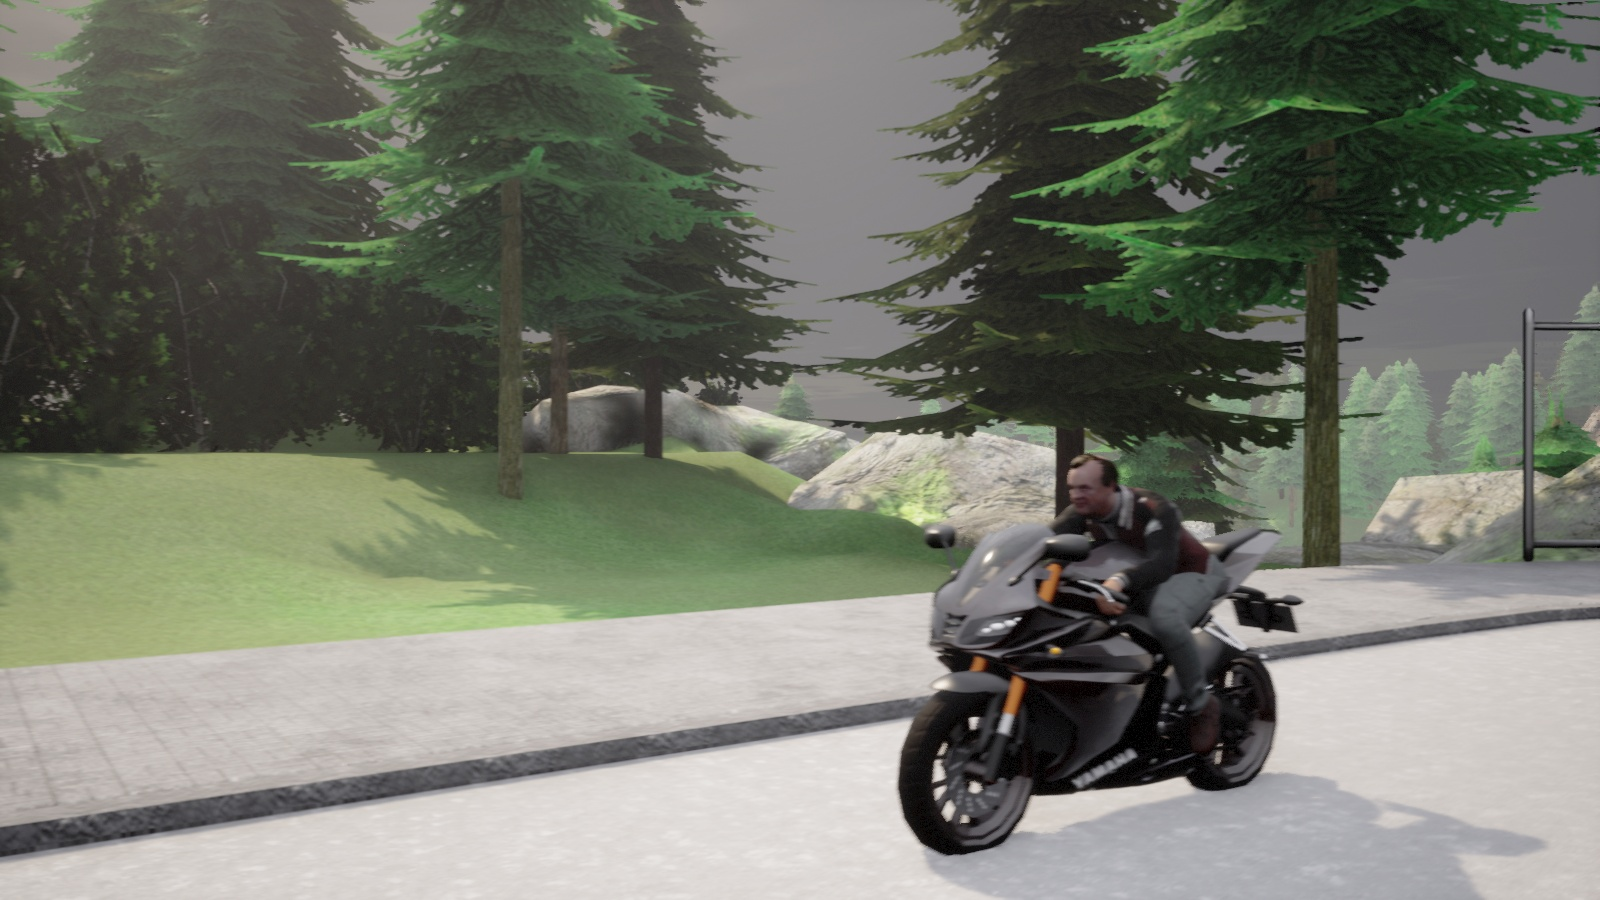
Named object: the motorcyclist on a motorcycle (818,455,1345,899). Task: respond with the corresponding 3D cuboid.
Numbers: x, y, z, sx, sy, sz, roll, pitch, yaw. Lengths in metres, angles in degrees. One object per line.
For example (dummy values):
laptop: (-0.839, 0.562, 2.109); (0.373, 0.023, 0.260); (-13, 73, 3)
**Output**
motorcyclist on a motorcycle: (1.214, 0.790, 5.160); (2.191, 1.530, 0.866); (0, 0, -35)
